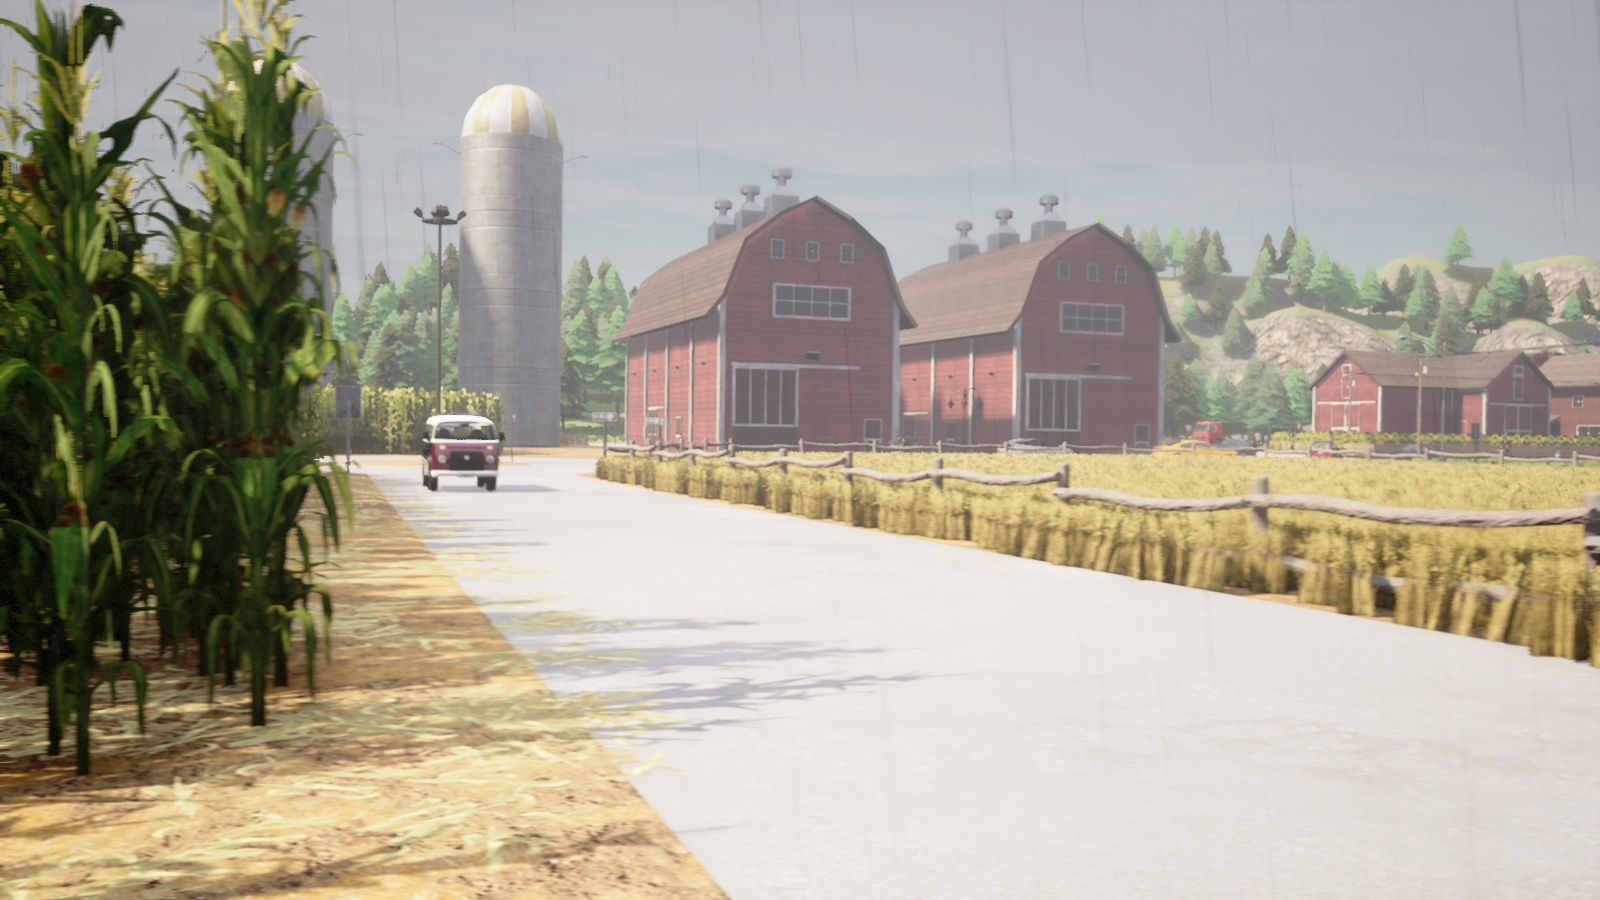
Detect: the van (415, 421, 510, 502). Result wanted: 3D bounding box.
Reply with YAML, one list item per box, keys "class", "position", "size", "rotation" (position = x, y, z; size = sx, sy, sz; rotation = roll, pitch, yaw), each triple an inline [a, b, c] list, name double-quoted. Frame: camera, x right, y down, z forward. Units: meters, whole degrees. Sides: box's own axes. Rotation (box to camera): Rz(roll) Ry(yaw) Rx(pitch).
- class: "van"
  position: [-9.289, 0.264, 34.334]
  size: [2.069, 2.038, 4.480]
  rotation: [-1, 1, -21]

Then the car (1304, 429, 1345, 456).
- class: "car"
  position: [32.328, -0.486, 77.393]
  size: [1.789, 1.549, 3.705]
  rotation: [0, 1, 31]

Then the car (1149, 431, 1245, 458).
- class: "car"
  position: [23.124, -0.326, 73.253]
  size: [5.008, 1.535, 1.882]
  rotation: [0, 1, -3]

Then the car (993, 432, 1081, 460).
- class: "car"
  position: [13.274, -0.236, 70.425]
  size: [4.514, 1.525, 2.007]
  rotation: [-1, 1, -24]
